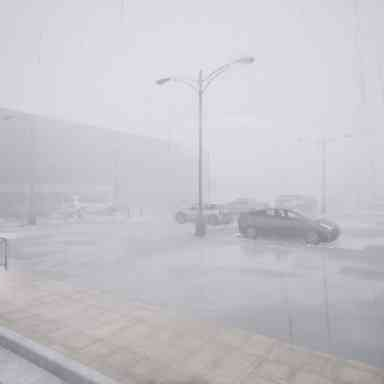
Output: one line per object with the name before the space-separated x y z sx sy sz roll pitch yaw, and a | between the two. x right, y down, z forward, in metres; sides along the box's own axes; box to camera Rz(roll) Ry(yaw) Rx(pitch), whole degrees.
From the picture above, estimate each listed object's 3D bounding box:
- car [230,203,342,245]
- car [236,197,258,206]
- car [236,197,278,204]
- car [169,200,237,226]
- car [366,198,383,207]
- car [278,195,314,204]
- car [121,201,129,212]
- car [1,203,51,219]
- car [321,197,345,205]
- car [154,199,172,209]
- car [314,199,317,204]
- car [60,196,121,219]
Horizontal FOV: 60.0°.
car | 4.378 1.490 15.381 4.514 1.523 2.007 0 0 35
car | 10.024 1.667 60.539 2.128 1.511 4.902 0 0 35
car | 4.169 1.345 27.868 5.027 1.636 2.152 0 0 35
car | 0.732 1.424 22.439 3.806 1.475 1.970 0 0 35
car | 28.063 1.576 49.318 3.806 1.475 1.970 0 0 35
car | 11.549 1.269 38.320 3.866 1.878 1.905 0 0 35
car | -9.568 1.681 39.208 1.837 1.490 4.892 0 0 35
car | -15.373 1.740 30.994 1.994 1.385 4.181 0 0 35
car | 23.720 1.565 56.033 3.633 1.501 1.845 0 0 35
car | -3.554 1.740 47.697 1.994 1.385 4.181 0 0 35
car | 12.888 1.289 40.931 4.605 1.855 1.932 0 0 35
car | -9.959 1.398 32.184 2.150 2.045 5.566 0 0 35
